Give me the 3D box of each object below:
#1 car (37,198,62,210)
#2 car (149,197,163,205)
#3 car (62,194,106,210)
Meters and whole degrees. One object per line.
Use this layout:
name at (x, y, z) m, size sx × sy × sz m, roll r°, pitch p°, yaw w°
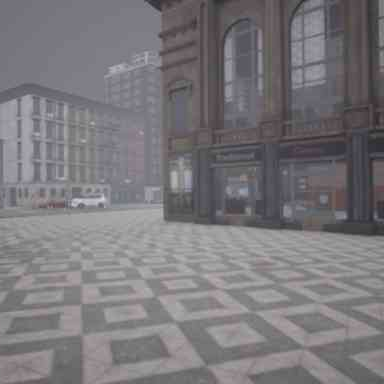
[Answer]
car at (-18.468, 1.591, 45.221) m, size 1.882 × 1.535 × 5.008 m, roll -1°, pitch 0°, yaw 35°
car at (-6.076, 1.638, 62.501) m, size 1.994 × 1.385 × 4.181 m, roll -1°, pitch 0°, yaw 36°
car at (-14.315, 1.292, 45.458) m, size 2.150 × 2.045 × 5.566 m, roll -1°, pitch 0°, yaw 36°
